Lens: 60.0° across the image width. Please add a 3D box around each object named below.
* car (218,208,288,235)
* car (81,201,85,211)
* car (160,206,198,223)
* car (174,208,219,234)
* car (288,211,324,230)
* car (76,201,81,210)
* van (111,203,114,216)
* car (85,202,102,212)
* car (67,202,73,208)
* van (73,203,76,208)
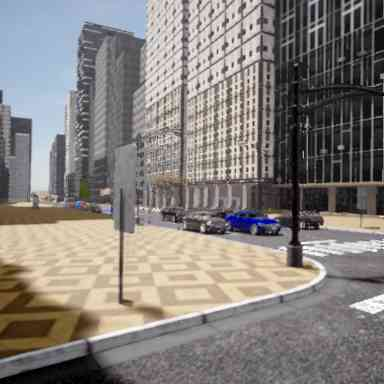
[{"bbox_3d":[3.889,1.974,22.059,1.812,1.442,4.674,1,-2,-26],"label":"car"},{"bbox_3d":[-19.199,2.853,62.537,1.752,1.417,4.829,0,-1,-26],"label":"car"},{"bbox_3d":[-1.622,2.190,33.118,1.837,1.490,4.892,1,-1,-26],"label":"car"},{"bbox_3d":[0.802,1.986,22.423,2.008,1.369,4.403,0,-1,-26],"label":"car"},{"bbox_3d":[8.301,2.136,26.159,2.008,1.369,4.403,0,-1,-26],"label":"car"},{"bbox_3d":[-21.784,2.992,67.722,1.887,1.381,4.507,0,-1,-26],"label":"car"},{"bbox_3d":[-9.238,2.217,42.561,1.690,1.788,3.998,0,-1,-26],"label":"van"},{"bbox_3d":[-16.765,2.767,57.655,2.008,1.369,4.403,0,-1,-26],"label":"car"},{"bbox_3d":[-29.312,3.343,82.820,1.887,1.381,4.507,0,-1,-26],"label":"car"},{"bbox_3d":[-24.295,2.905,72.758,1.690,1.788,3.998,0,-1,-26],"label":"van"}]
